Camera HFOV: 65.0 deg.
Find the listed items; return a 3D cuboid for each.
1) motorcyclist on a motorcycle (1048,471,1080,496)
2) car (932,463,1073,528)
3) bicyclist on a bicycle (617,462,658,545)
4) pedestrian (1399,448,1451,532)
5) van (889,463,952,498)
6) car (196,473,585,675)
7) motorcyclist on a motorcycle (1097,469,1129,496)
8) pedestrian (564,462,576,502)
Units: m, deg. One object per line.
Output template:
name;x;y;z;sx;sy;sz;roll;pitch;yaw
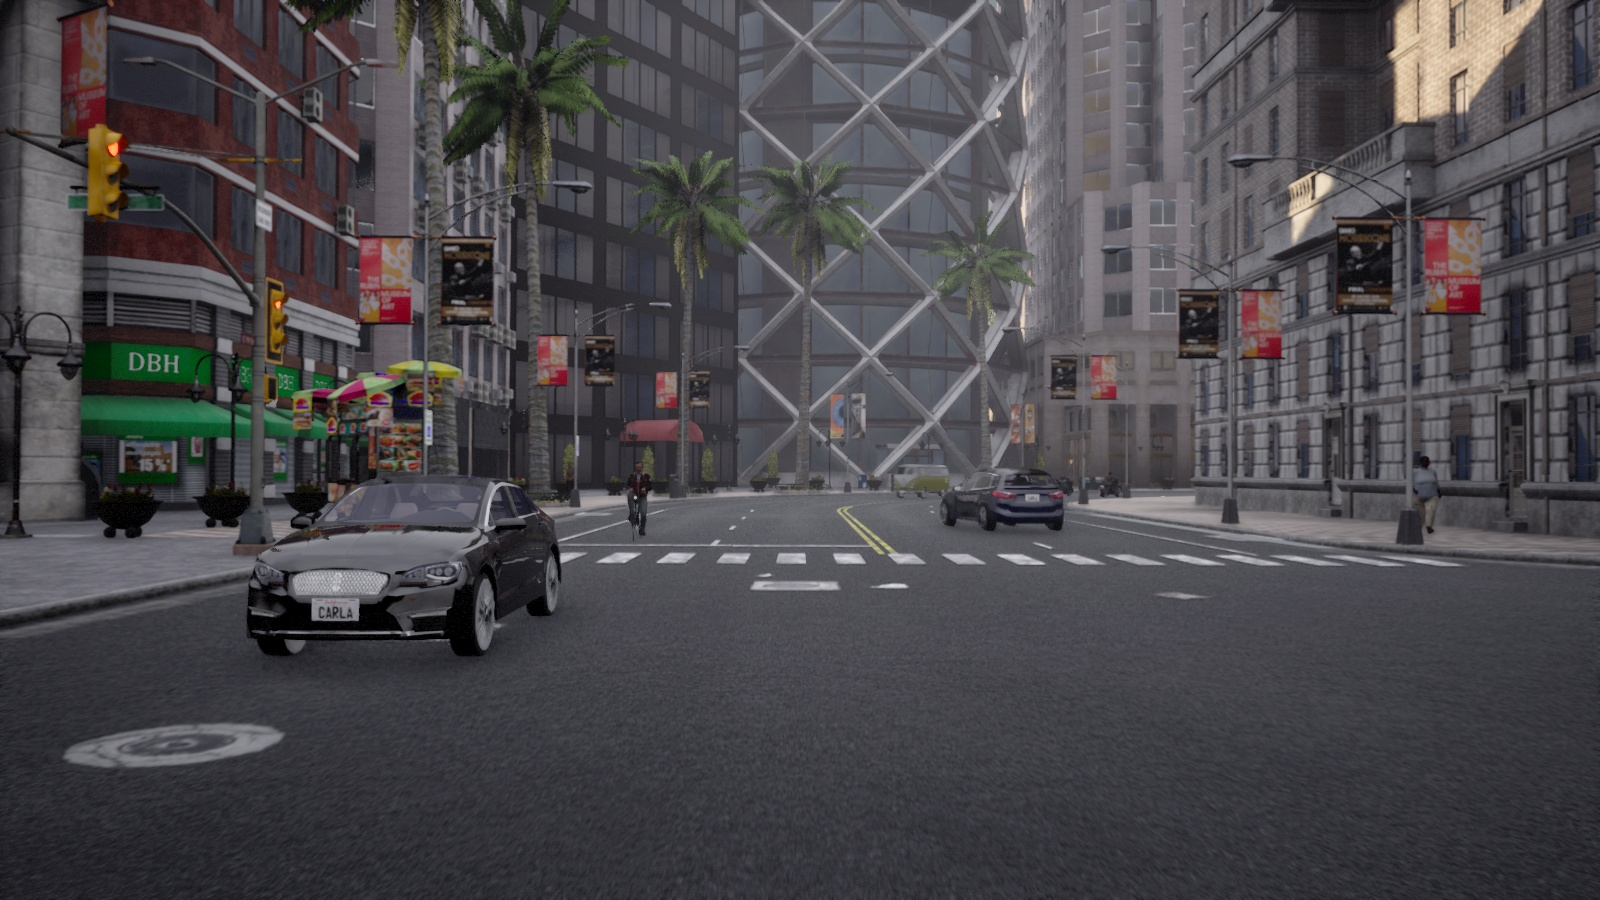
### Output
motorcyclist on a motorcycle;16.780;2.116;79.728;2.191;1.530;0.866;1;-1;-43
car;5.533;1.222;34.955;2.242;1.667;4.611;0;-1;-14
bicyclist on a bicycle;-3.568;1.162;27.663;0.659;1.776;1.843;0;-1;0
pedestrian;13.912;0.884;27.992;0.874;1.855;0.900;-1;-1;16
van;7.047;1.764;73.250;1.775;1.987;4.442;-1;-1;33
car;-3.530;0.986;11.997;2.128;1.511;4.902;0;-1;0
motorcyclist on a motorcycle;19.230;1.979;77.187;2.350;1.649;0.766;1;-1;-43
pedestrian;-10.552;1.478;57.660;0.331;1.846;0.634;0;-1;10
